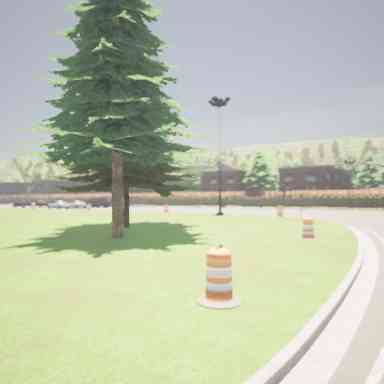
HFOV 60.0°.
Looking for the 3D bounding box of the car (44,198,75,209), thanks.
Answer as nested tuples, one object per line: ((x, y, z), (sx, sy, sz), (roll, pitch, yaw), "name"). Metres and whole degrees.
((-22.910, 2.241, 57.363), (4.674, 1.442, 1.812), (-1, -1, 34), "car")

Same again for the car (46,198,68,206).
((-28.015, 2.052, 69.031), (4.553, 1.767, 2.097), (-1, -1, 33), "car")

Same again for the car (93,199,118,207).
((-17.150, 2.233, 66.142), (4.902, 1.511, 2.128), (-1, -1, 34), "car")

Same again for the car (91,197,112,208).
((-17.959, 1.937, 62.470), (5.566, 2.045, 2.150), (-1, -1, 34), "car")

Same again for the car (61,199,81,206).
((-26.118, 2.258, 71.972), (4.181, 1.385, 1.994), (-1, -1, 33), "car")

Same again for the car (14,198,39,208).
((-31.857, 2.035, 63.180), (4.553, 1.767, 2.097), (-1, -1, 33), "car")

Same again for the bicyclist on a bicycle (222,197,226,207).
((5.397, 1.752, 56.149), (0.582, 1.620, 1.656), (-1, 0, 33), "bicyclist on a bicycle")

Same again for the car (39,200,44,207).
((-29.984, 2.284, 66.136), (4.718, 1.301, 1.895), (-1, -1, 33), "car")

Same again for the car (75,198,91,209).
((-20.984, 2.250, 60.284), (4.674, 1.442, 1.812), (-1, -1, 34), "car")
